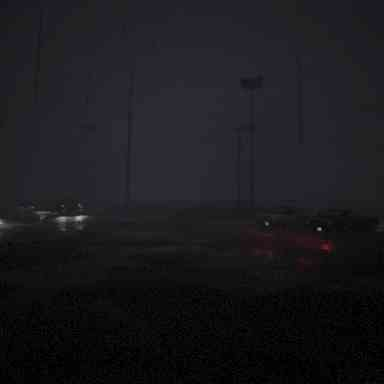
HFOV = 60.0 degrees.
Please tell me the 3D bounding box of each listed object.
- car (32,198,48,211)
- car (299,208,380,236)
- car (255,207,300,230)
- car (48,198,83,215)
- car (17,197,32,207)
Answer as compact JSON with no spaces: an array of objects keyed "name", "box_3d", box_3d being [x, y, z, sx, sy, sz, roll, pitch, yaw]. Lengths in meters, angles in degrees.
[{"name":"car","box_3d":[-17.764,1.524,40.585,1.812,1.442,4.674,0,0,-36]},{"name":"car","box_3d":[8.310,1.598,18.272,4.718,1.301,1.895,0,0,-36]},{"name":"car","box_3d":[6.278,1.598,21.120,4.718,1.301,1.895,0,0,-36]},{"name":"car","box_3d":[-12.606,1.351,33.450,2.097,1.767,4.553,0,0,-36]},{"name":"car","box_3d":[-26.224,1.524,52.354,1.812,1.442,4.674,0,0,-35]}]
